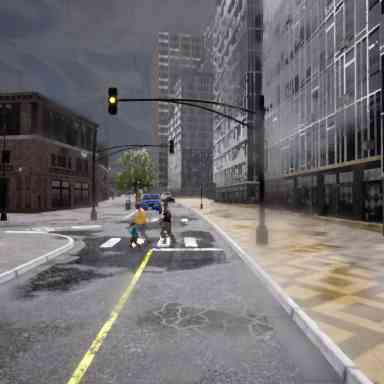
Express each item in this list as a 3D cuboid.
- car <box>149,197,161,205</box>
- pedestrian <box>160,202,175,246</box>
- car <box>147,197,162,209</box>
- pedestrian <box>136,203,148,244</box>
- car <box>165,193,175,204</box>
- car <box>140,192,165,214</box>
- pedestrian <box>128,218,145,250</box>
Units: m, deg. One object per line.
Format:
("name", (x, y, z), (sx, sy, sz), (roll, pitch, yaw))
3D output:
("car", (-6.500, 1.553, 58.970), (1.994, 1.385, 4.181), (0, 0, -6))
("pedestrian", (-1.030, 1.296, 13.752), (0.375, 1.860, 0.375), (1, -1, -2))
("car", (-5.086, 1.472, 45.652), (1.882, 1.535, 5.008), (0, 0, -6))
("pedestrian", (-2.193, 1.296, 14.178), (0.375, 1.860, 0.375), (1, -1, -2))
("car", (-4.305, 1.499, 64.333), (1.837, 1.490, 4.892), (0, 0, -8))
("car", (-4.191, 1.219, 34.934), (2.150, 2.045, 5.566), (0, 0, -4))
("pedestrian", (-2.196, 1.676, 12.755), (0.500, 1.100, 0.500), (1, -1, -2))
